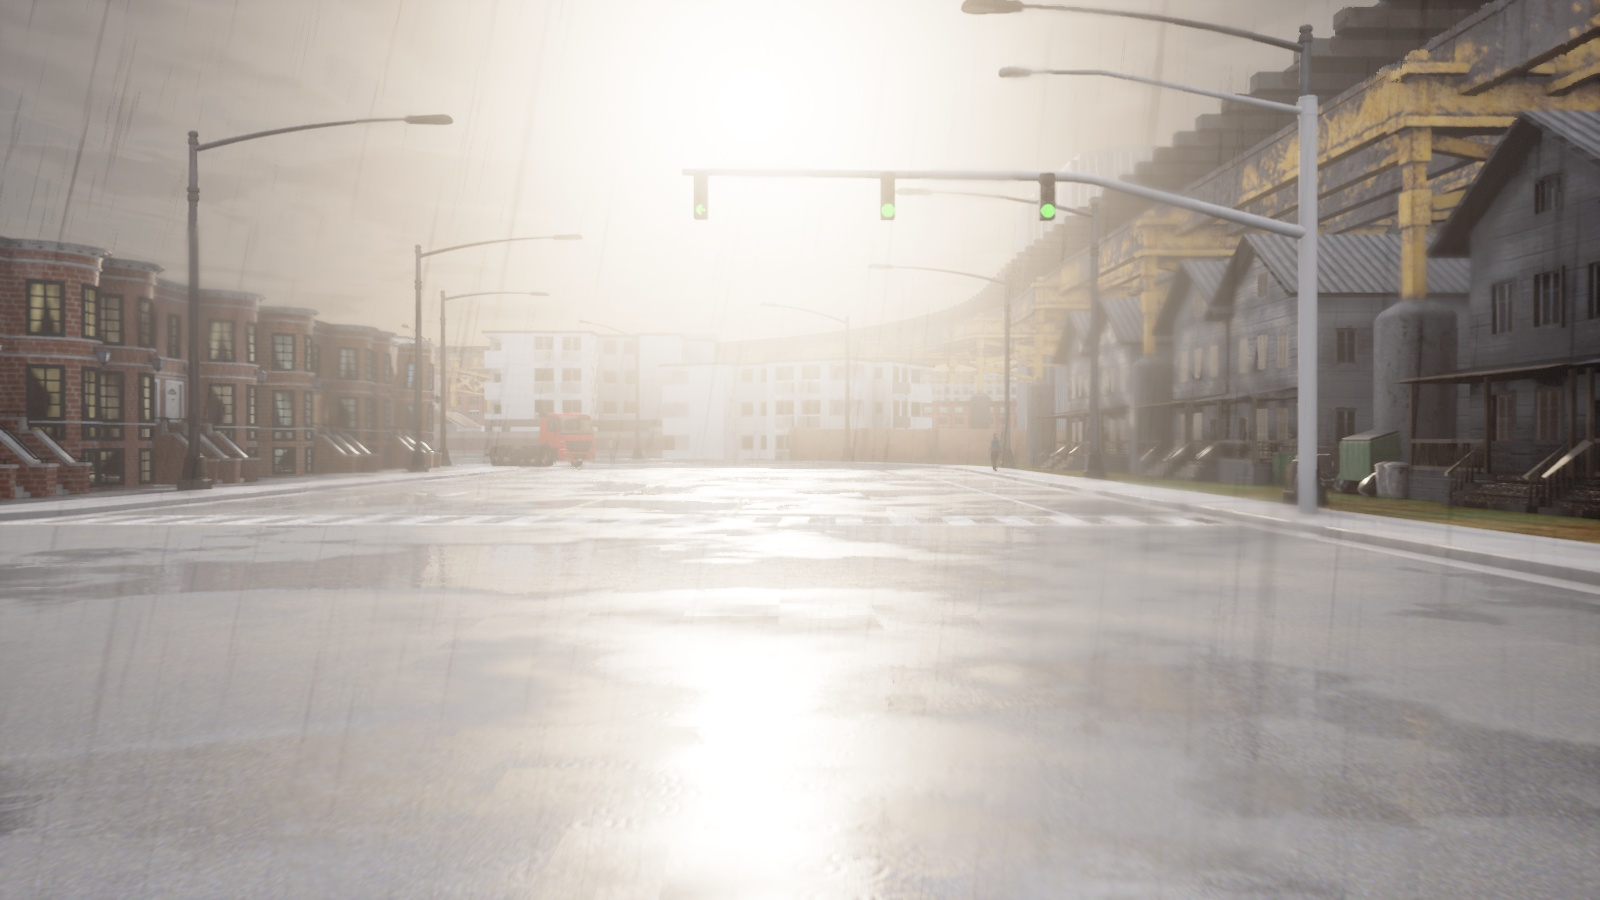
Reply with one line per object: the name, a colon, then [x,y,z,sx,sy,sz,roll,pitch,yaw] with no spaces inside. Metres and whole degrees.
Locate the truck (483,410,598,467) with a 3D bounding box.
truck: [-16.659,-0.701,80.325,7.936,3.462,2.891,0,0,40]

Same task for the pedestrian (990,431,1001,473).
pedestrian: [9.067,0.081,58.244,0.396,1.930,0.692,0,0,-2]
